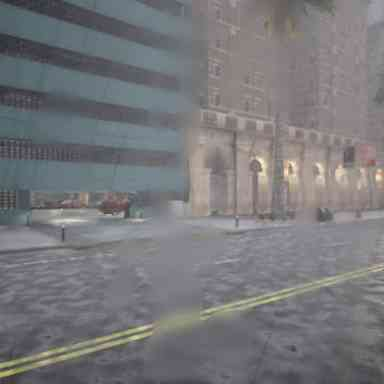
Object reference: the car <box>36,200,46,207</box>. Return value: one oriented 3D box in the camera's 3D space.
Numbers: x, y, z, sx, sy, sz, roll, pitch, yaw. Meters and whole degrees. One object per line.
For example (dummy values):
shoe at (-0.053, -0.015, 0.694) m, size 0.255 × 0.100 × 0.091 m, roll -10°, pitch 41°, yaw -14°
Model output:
car at (-24.664, 1.860, 58.216) m, size 4.786 × 1.482 × 2.161 m, roll 0°, pitch -1°, yaw -36°

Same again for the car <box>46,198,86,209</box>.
car at (-18.164, 1.839, 48.598) m, size 4.718 × 1.301 × 1.895 m, roll 0°, pitch -1°, yaw -36°

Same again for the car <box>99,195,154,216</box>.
car at (-6.591, 1.300, 34.146) m, size 5.566 × 2.045 × 2.435 m, roll 0°, pitch -1°, yaw -36°
